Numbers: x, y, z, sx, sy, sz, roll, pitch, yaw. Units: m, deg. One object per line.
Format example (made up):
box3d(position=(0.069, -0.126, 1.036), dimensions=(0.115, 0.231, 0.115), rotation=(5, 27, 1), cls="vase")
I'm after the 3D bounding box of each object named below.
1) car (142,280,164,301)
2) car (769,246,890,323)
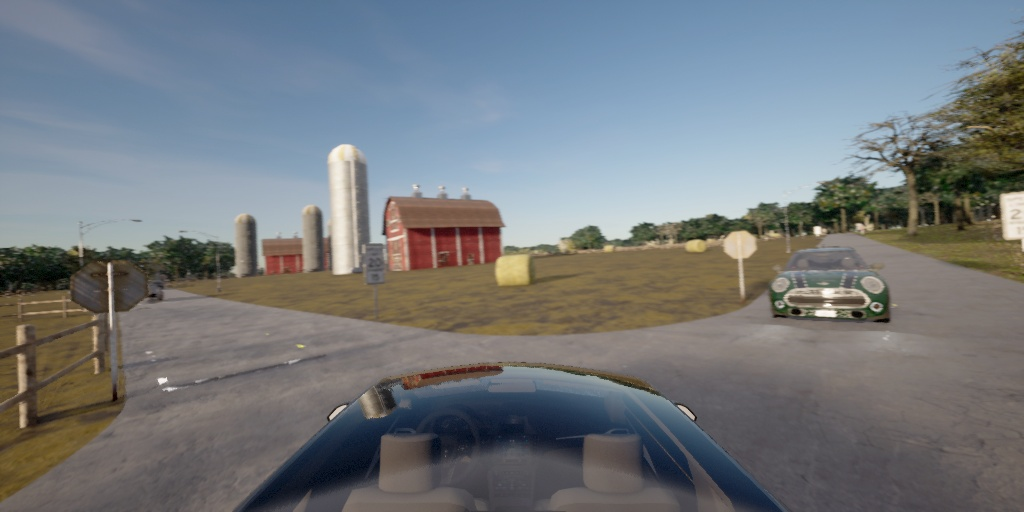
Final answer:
box3d(position=(-35.163, 3.509, 34.522), dimensions=(4.553, 1.767, 2.097), rotation=(-3, -1, 42), cls="car")
box3d(position=(8.351, 0.570, 9.563), dimensions=(2.097, 1.767, 4.553), rotation=(-4, 0, 42), cls="car")
